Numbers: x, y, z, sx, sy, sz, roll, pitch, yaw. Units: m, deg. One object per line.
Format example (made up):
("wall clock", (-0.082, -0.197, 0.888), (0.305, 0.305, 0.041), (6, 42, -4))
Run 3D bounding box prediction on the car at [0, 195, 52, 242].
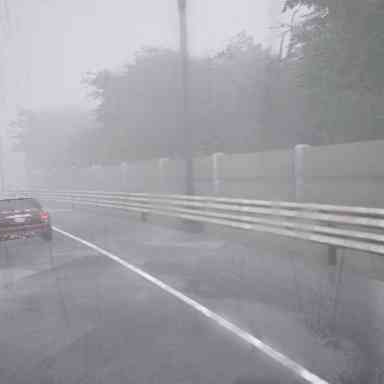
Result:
("car", (-6.991, 0.912, 12.835), (2.097, 1.767, 4.553), (-5, 4, -36))
